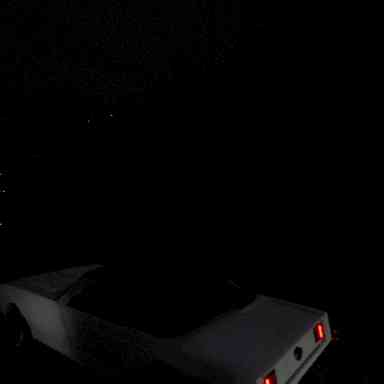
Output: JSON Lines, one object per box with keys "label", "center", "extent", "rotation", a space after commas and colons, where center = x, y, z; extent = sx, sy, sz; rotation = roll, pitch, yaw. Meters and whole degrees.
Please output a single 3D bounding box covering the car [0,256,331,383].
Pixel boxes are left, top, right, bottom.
{"label": "car", "center": [-0.809, 1.591, 4.545], "extent": [4.718, 1.301, 1.895], "rotation": [-1, 0, 38]}
